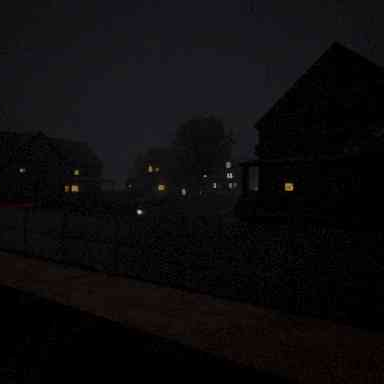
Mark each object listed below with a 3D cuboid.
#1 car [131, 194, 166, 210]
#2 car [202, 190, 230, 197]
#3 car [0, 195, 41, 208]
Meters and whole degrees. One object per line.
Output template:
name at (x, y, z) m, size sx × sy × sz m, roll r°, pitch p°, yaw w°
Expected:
car at (-4.147, 0.922, 32.469) m, size 1.994 × 1.385 × 4.181 m, roll 1°, pitch 2°, yaw 35°
car at (3.120, 0.556, 42.671) m, size 2.128 × 1.511 × 4.902 m, roll 1°, pitch 2°, yaw 36°
car at (-12.041, 1.032, 21.339) m, size 2.097 × 1.767 × 4.553 m, roll 1°, pitch 2°, yaw 35°
